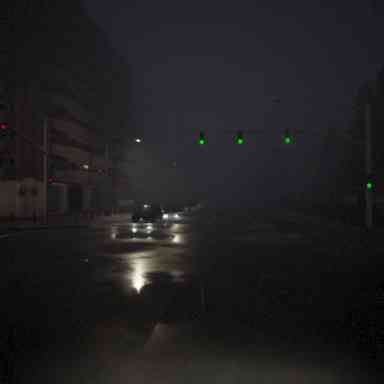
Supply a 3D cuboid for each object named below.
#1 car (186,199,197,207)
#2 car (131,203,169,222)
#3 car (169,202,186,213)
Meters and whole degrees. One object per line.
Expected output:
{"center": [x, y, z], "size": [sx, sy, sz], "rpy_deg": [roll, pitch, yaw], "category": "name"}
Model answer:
{"center": [-0.126, 1.972, 61.905], "size": [1.882, 1.535, 5.008], "rpy_deg": [0, -1, 7], "category": "car"}
{"center": [-3.736, 1.793, 28.919], "size": [2.033, 1.411, 5.357], "rpy_deg": [0, 0, 6], "category": "car"}
{"center": [-2.313, 1.946, 42.107], "size": [1.895, 1.301, 4.718], "rpy_deg": [0, 0, 6], "category": "car"}
